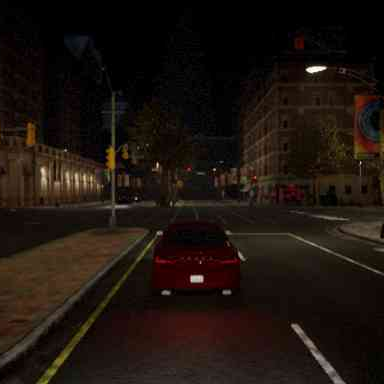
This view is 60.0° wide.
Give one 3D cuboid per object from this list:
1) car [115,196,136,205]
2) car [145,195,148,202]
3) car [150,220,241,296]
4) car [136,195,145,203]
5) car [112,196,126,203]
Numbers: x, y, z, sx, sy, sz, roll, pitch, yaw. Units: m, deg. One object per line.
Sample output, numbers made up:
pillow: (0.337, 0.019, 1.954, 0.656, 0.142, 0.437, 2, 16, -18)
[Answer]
car: (-11.762, 1.594, 58.777, 1.895, 1.301, 4.718, 0, 0, 0)
car: (-11.778, 1.469, 79.736, 1.882, 1.535, 5.008, 0, 0, 0)
car: (0.053, 1.477, 8.705, 1.882, 1.535, 5.008, 0, 0, -1)
car: (-11.741, 1.532, 69.182, 2.033, 1.411, 5.357, 0, 0, 0)
car: (-14.989, 1.587, 68.905, 1.895, 1.301, 4.718, 0, 0, 0)
